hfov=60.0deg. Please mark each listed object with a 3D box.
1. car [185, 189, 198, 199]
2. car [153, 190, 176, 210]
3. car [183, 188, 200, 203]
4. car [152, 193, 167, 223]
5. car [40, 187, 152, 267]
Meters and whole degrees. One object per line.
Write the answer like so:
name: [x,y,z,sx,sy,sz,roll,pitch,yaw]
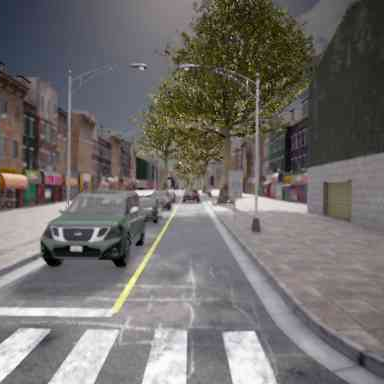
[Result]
car: [-0.102,0.279,51.880,1.994,1.385,4.181,1,2,0]
car: [-2.869,0.616,30.453,2.097,1.767,4.553,1,2,0]
car: [-0.076,0.339,41.801,2.097,1.767,4.553,1,2,0]
car: [-2.875,1.037,20.776,1.837,1.490,4.892,1,2,0]
car: [-2.841,0.984,10.906,2.150,2.045,5.566,1,1,0]
